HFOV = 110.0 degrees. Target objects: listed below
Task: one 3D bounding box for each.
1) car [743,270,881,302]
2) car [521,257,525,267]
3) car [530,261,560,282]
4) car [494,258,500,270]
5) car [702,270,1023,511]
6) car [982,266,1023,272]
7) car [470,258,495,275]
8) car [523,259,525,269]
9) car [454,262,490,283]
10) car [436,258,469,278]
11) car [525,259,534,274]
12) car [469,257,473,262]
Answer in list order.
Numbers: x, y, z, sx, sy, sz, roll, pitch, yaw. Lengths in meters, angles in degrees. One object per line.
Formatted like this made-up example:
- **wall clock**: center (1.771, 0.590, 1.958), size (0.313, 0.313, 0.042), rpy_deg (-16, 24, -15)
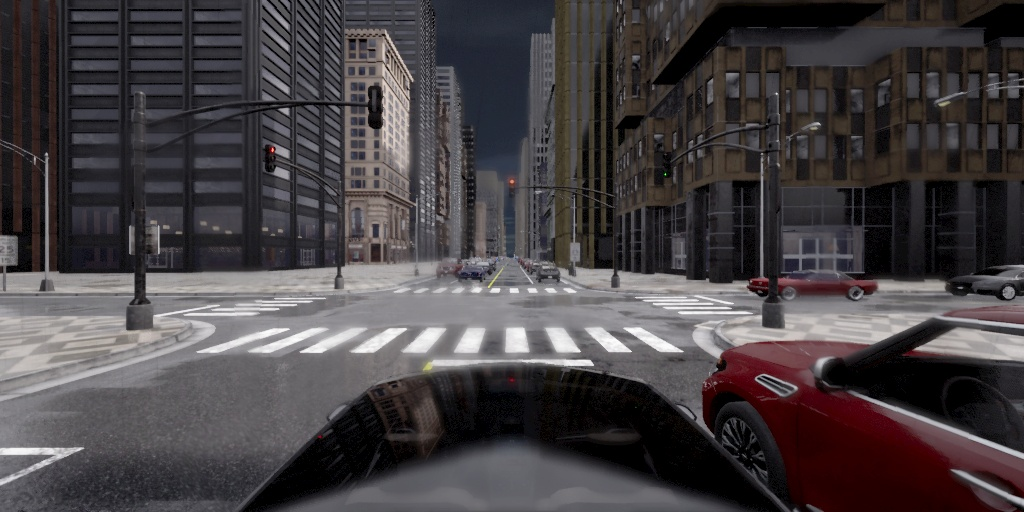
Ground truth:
- **car**: center (13.525, 1.314, 16.376), size (4.718, 1.301, 1.895), rpy_deg (0, 0, 0)
- **car**: center (2.783, 1.199, 56.406), size (1.967, 1.591, 4.097), rpy_deg (0, 0, 0)
- **car**: center (2.772, 1.302, 28.203), size (2.007, 1.370, 4.403), rpy_deg (0, 0, 0)
- **car**: center (-3.076, 1.304, 48.799), size (2.033, 1.411, 5.357), rpy_deg (0, 0, 0)
- **car**: center (2.762, 1.065, 1.230), size (2.192, 1.841, 5.009), rpy_deg (0, 0, 0)
- **car**: center (22.959, 1.197, 16.419), size (4.892, 1.490, 1.837), rpy_deg (0, 0, 0)
- **car**: center (-3.087, 1.279, 38.430), size (1.812, 1.442, 4.674), rpy_deg (0, 0, 0)
- **car**: center (2.778, 1.300, 45.125), size (1.888, 1.381, 4.507), rpy_deg (0, 0, 0)
- **car**: center (-3.090, 1.352, 28.462), size (1.895, 1.301, 4.718), rpy_deg (0, 0, 0)
- **car**: center (-5.751, 1.067, 33.837), size (2.192, 1.841, 5.009), rpy_deg (0, 0, 0)
- **car**: center (2.776, 1.304, 39.485), size (2.007, 1.370, 4.403), rpy_deg (0, 0, 0)
- **car**: center (-5.749, 1.193, 39.479), size (1.967, 1.591, 4.097), rpy_deg (0, 0, 0)
